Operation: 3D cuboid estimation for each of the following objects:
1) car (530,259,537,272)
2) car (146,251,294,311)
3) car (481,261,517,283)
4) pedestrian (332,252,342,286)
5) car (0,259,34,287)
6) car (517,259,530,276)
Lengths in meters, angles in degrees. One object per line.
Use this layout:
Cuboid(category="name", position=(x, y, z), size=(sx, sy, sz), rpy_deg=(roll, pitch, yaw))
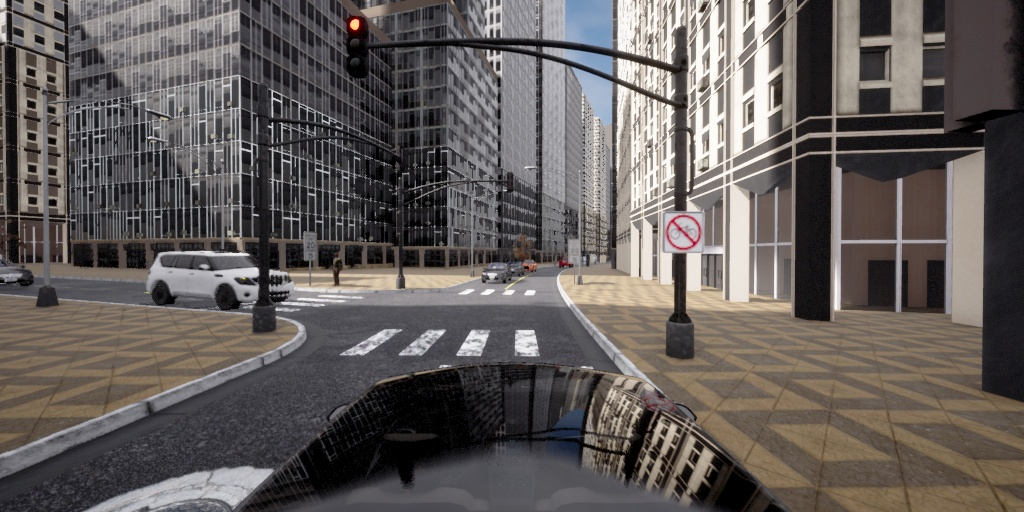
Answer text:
Cuboid(category="car", position=(2.008, 1.220, 47.435), size=(2.097, 1.767, 4.553), rpy_deg=(0, 0, 12))
Cuboid(category="car", position=(-11.243, 0.846, 13.839), size=(5.566, 2.045, 2.150), rpy_deg=(1, 1, 16))
Cuboid(category="car", position=(-1.117, 1.276, 28.175), size=(2.128, 1.511, 4.902), rpy_deg=(0, 0, 7))
Cuboid(category="pedestrian", position=(-9.523, 0.716, 19.442), size=(0.375, 1.860, 0.375), rpy_deg=(0, 0, 16))
Cuboid(category="car", position=(-27.230, 0.888, 18.526), size=(4.902, 1.511, 2.128), rpy_deg=(1, 1, 16))
Cuboid(category="car", position=(0.229, 1.311, 37.657), size=(2.128, 1.511, 4.902), rpy_deg=(0, 0, 9))
